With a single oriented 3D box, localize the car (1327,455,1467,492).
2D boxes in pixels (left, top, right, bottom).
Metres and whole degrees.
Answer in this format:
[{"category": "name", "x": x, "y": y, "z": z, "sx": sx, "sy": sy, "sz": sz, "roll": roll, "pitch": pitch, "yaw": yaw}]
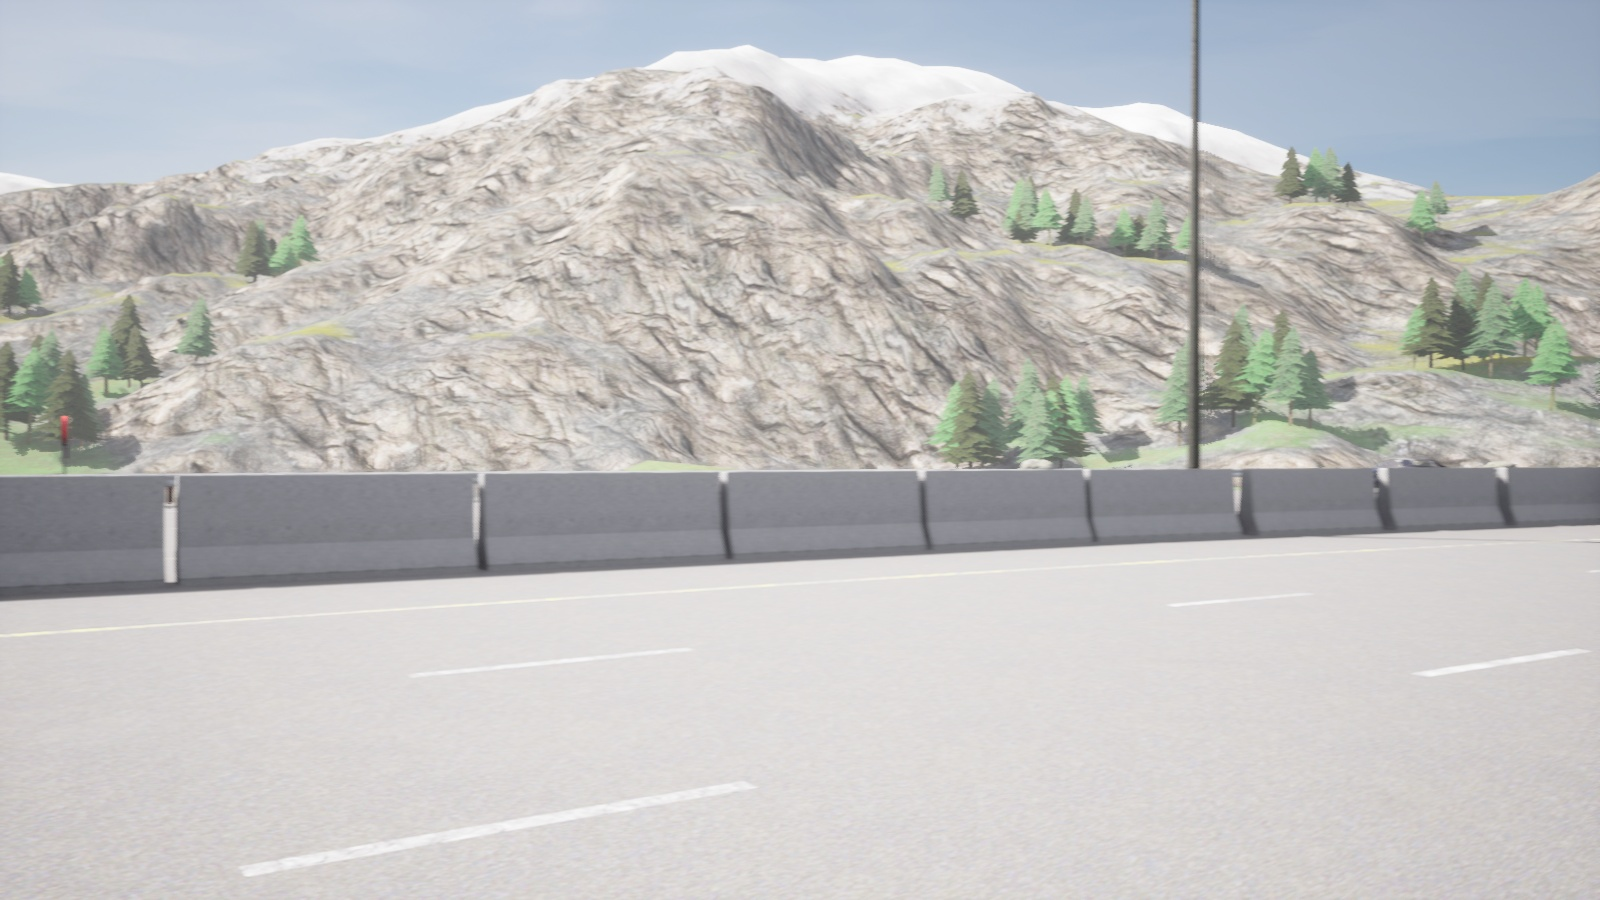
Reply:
[{"category": "car", "x": 21.938, "y": 0.849, "z": 46.182, "sx": 4.718, "sy": 1.301, "sz": 1.895, "roll": 0, "pitch": 0, "yaw": -20}]
